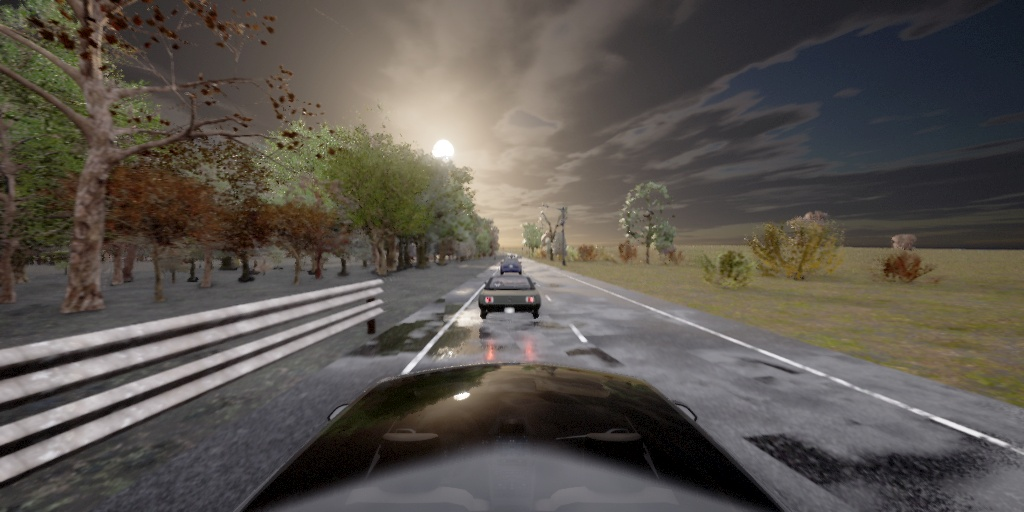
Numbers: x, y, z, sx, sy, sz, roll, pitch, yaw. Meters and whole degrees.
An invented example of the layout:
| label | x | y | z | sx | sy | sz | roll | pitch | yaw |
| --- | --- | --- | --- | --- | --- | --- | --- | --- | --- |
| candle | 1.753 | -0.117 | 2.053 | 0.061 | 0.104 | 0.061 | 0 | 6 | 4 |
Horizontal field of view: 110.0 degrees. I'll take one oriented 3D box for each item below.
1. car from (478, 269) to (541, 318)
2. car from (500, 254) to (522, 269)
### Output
| label | x | y | z | sx | sy | sz | roll | pitch | yaw |
| --- | --- | --- | --- | --- | --- | --- | --- | --- | --- |
| car | -0.070 | 1.309 | 12.787 | 1.895 | 1.301 | 4.718 | 0 | 0 | 0 |
| car | -0.090 | 0.963 | 35.677 | 2.097 | 1.767 | 4.553 | 0 | 0 | 0 |
